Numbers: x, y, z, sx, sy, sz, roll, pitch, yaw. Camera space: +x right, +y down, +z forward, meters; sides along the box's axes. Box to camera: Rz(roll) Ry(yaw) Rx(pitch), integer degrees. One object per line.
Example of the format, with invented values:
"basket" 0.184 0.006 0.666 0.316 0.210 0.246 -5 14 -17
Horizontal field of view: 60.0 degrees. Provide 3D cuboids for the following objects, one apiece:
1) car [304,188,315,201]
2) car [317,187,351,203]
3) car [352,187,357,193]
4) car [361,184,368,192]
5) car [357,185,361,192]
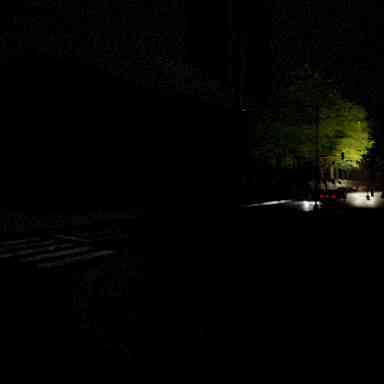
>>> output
"car" 15.692 0.281 41.980 2.128 1.511 4.902 1 2 36
"car" 16.094 0.462 37.831 2.033 1.411 5.357 1 2 36
"car" 32.999 -0.449 70.546 2.008 1.369 4.403 3 3 35
"car" 42.502 -0.761 83.848 1.802 1.307 4.206 3 3 35
"car" 36.167 -0.551 74.980 1.947 1.339 4.313 3 3 35
